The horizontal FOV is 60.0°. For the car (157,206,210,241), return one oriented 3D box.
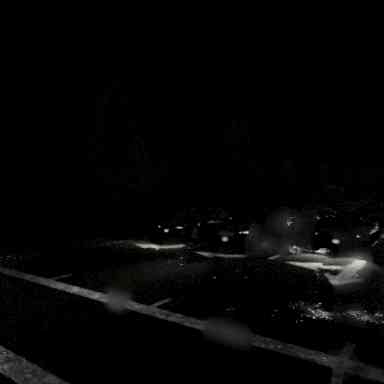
[{"bbox_3d":[0.262,1.509,17.054,1.837,1.490,4.892,0,0,36],"label":"car"}]

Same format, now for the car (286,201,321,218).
[{"bbox_3d":[10.465,1.568,30.994,1.994,1.385,4.181,0,0,35],"label":"car"}]

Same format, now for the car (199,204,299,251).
[{"bbox_3d":[2.661,1.494,14.408,2.128,1.511,4.902,0,0,36],"label":"car"}]

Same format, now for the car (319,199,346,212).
[{"bbox_3d":[16.856,1.604,39.676,1.895,1.301,4.718,0,0,37],"label":"car"}]

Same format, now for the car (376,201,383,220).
[{"bbox_3d":[17.278,1.549,28.440,2.033,1.411,5.357,0,0,36],"label":"car"}]

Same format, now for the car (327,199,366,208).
[{"bbox_3d":[13.655,1.480,29.413,1.882,1.535,5.008,0,0,36],"label":"car"}]

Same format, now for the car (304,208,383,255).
[{"bbox_3d":[6.252,1.565,13.390,1.994,1.385,4.181,0,0,36],"label":"car"}]

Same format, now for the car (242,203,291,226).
[{"bbox_3d":[5.504,1.568,24.216,1.994,1.385,4.181,0,0,36],"label":"car"}]

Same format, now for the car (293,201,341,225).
[{"bbox_3d":[8.142,1.529,21.870,1.812,1.442,4.674,0,0,36],"label":"car"}]

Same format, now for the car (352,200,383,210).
[{"bbox_3d":[11.518,1.506,20.580,1.837,1.490,4.892,0,0,36],"label":"car"}]
